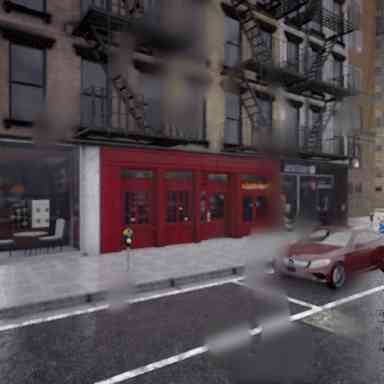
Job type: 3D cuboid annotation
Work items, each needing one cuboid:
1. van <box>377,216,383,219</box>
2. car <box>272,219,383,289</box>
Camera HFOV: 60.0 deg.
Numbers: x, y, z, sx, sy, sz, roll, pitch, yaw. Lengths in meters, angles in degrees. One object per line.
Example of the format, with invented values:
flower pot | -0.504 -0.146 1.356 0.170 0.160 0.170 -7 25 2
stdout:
van | 8.435 1.337 12.201 3.998 1.788 1.690 0 0 -35
car | 4.031 1.580 9.065 4.206 1.307 1.802 0 0 -35
